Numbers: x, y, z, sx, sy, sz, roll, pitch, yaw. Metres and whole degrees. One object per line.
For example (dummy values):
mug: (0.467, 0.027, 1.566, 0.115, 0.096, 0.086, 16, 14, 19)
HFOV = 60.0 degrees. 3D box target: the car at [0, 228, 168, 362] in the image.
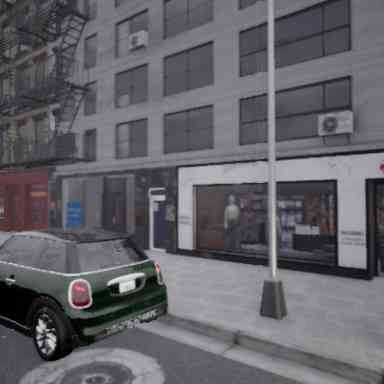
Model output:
car: (-2.688, 1.474, 6.353, 4.553, 1.767, 2.097, -1, -1, 37)
